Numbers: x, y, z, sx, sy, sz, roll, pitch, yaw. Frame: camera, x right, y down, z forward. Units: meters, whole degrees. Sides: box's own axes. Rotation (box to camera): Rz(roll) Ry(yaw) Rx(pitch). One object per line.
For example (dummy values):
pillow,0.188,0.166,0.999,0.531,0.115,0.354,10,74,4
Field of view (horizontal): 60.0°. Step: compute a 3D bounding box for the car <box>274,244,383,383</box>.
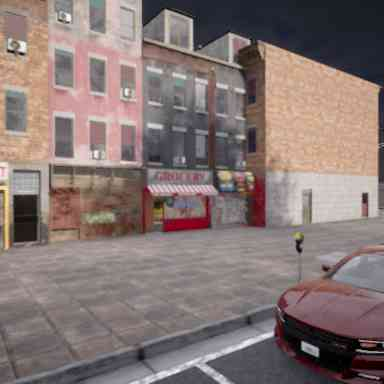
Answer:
car,3.165,1.523,5.067,4.507,1.381,1.887,0,0,-35
